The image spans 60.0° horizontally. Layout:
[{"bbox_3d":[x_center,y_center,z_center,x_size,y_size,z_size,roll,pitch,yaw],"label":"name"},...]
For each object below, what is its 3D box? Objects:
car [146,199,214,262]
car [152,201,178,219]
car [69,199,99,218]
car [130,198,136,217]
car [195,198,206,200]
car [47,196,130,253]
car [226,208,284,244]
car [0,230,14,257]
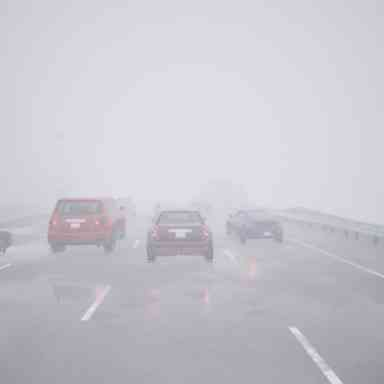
[{"bbox_3d":[-0.486,1.308,12.140,2.097,1.767,4.553,0,0,-4],"label":"car"},{"bbox_3d":[-2.407,1.498,29.056,1.895,1.301,4.718,0,0,-9],"label":"car"},{"bbox_3d":[-9.682,1.409,30.088,1.837,1.490,4.892,0,0,-9],"label":"car"},{"bbox_3d":[-6.144,1.251,30.088,2.097,1.767,4.553,0,0,-9],"label":"car"},{"bbox_3d":[0.565,1.358,32.453,1.882,1.535,5.008,0,0,-10],"label":"car"},{"bbox_3d":[-4.069,1.178,13.666,2.150,2.045,5.566,0,0,-4],"label":"car"},{"bbox_3d":[2.788,1.465,15.433,1.812,1.442,4.674,0,0,-5],"label":"car"},{"bbox_3d":[-7.307,1.523,9.674,2.033,1.411,5.357,0,0,-3],"label":"car"}]
